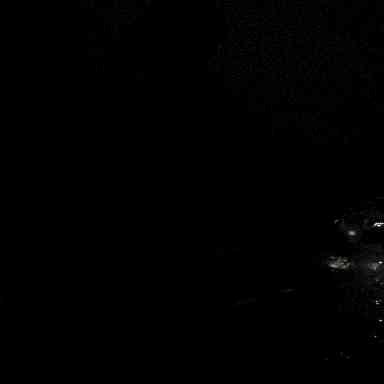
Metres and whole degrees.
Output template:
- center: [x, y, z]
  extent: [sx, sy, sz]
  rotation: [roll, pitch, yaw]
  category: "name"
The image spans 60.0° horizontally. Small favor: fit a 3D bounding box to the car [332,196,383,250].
- center: [8.308, 1.208, 14.177]
  extent: [5.566, 2.045, 2.150]
  rotation: [0, 0, -35]
  category: "car"
